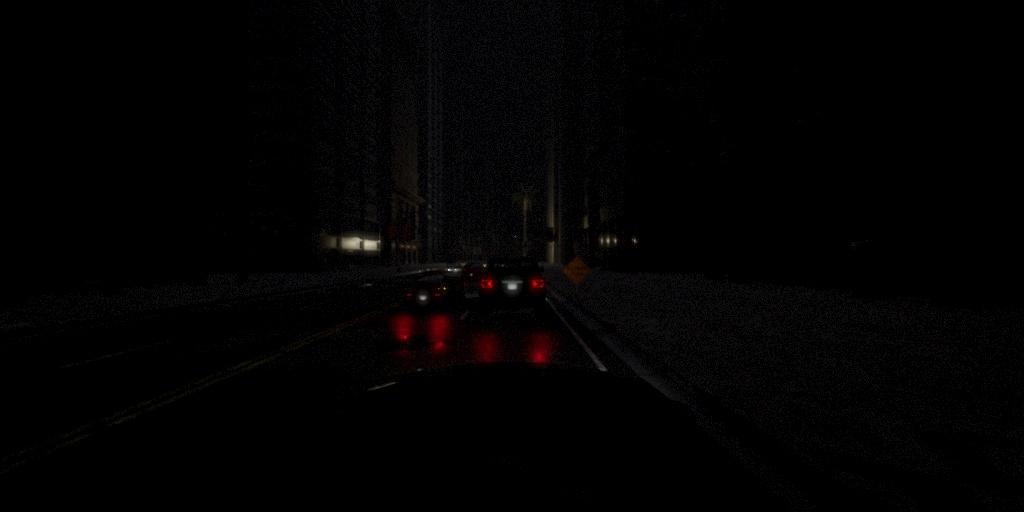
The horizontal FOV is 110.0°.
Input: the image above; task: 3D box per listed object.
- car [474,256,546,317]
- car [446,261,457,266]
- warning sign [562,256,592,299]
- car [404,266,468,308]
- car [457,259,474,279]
[{"bbox_3d":[0.032,1.008,13.418,2.150,2.045,5.566,0,0,0],"label":"car"},{"bbox_3d":[-9.772,1.478,59.999,2.033,1.411,5.357,0,0,1],"label":"car"},{"bbox_3d":[2.853,0.908,15.705,1.300,1.860,1.060,0,0,0],"label":"warning sign"},{"bbox_3d":[-3.196,1.316,15.281,1.812,1.442,4.674,0,0,1],"label":"car"},{"bbox_3d":[-3.189,1.316,30.765,1.882,1.535,5.008,0,0,1],"label":"car"}]
